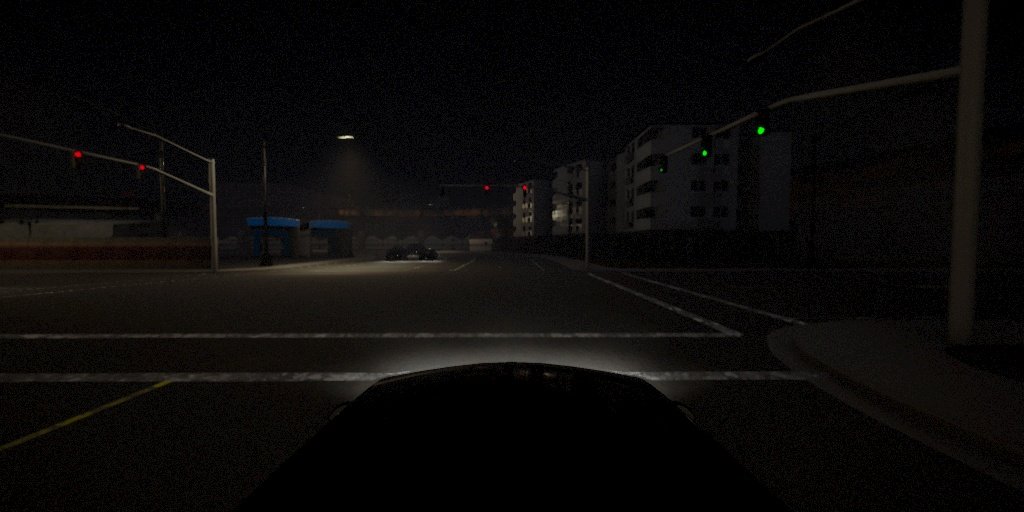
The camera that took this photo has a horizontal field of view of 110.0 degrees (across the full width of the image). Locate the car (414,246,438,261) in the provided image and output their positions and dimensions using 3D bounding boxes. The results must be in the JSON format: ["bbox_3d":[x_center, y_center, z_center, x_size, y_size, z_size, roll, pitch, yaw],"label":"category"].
[{"bbox_3d":[-10.191,-0.209,44.057,2.033,1.411,5.357,0,2,-5],"label":"car"}]

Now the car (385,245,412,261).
[{"bbox_3d":[-13.654,-0.201,42.706,1.837,1.490,4.892,0,2,-4],"label":"car"}]
